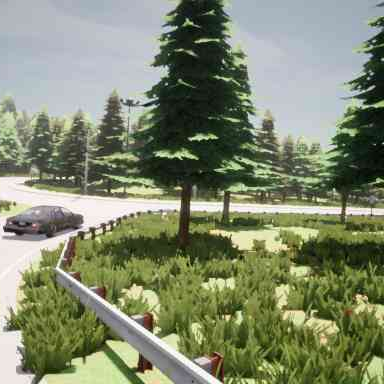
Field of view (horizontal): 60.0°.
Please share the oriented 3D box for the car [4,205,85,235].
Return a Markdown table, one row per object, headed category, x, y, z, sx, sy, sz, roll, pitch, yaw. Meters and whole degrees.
| category | x | y | z | sx | sy | sz | roll | pitch | yaw |
| --- | --- | --- | --- | --- | --- | --- | --- | --- | --- |
| car | -7.402 | 1.412 | 17.297 | 2.033 | 1.411 | 5.357 | 4 | 1 | 3 |
